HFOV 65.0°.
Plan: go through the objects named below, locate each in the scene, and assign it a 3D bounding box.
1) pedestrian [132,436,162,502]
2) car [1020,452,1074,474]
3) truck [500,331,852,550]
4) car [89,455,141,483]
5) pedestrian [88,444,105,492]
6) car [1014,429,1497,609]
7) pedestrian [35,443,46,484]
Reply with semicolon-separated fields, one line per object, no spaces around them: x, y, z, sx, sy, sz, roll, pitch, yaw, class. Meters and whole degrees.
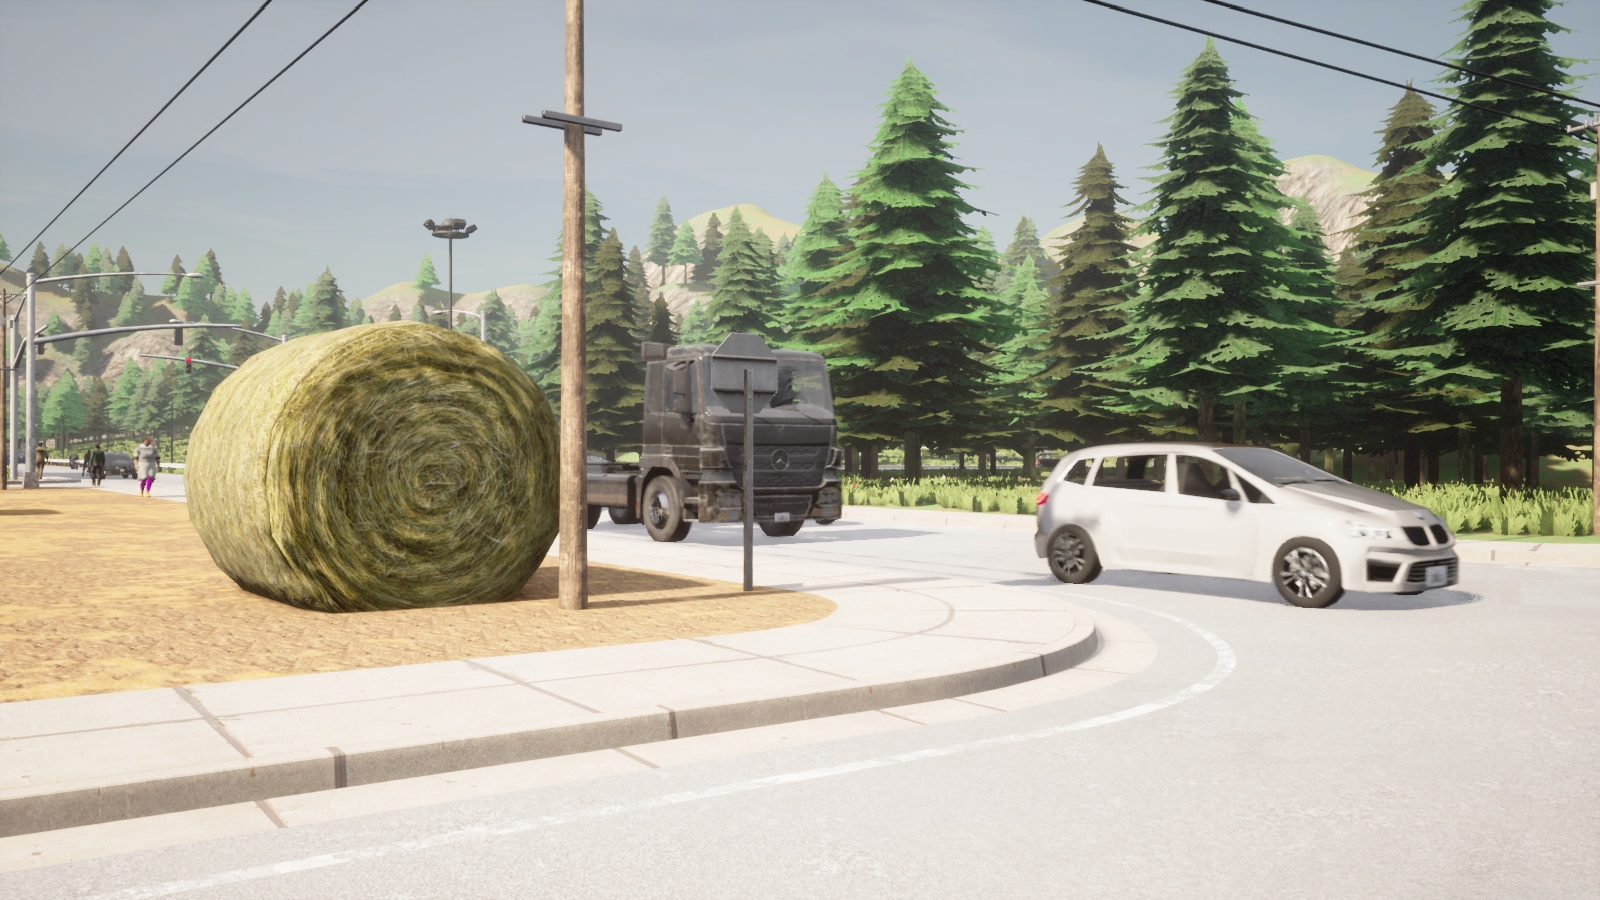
-19.501;0.559;37.495;0.659;1.952;0.873;0;0;-35;pedestrian
17.822;0.916;90.697;3.705;1.549;1.789;0;0;-36;car
-2.675;-0.138;23.921;2.891;3.462;7.936;0;0;-38;truck
-38.275;1.037;70.097;1.837;1.490;4.892;0;0;-38;car
-28.769;0.742;51.353;0.423;1.949;0.788;0;0;-43;pedestrian
4.906;0.646;14.127;2.242;1.667;4.611;0;0;-38;car
-36.602;0.651;60.508;0.396;1.930;0.692;0;0;-27;pedestrian
